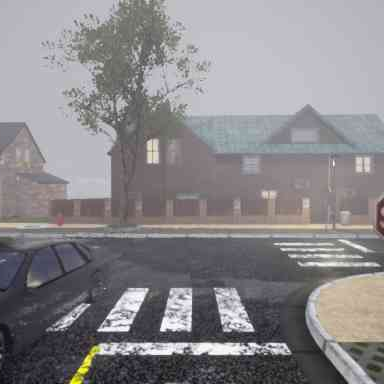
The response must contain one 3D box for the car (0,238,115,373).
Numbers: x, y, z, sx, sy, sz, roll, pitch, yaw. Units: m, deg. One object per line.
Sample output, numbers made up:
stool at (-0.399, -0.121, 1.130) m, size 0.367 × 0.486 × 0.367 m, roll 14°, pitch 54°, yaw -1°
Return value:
car at (-2.970, 1.552, 5.566) m, size 2.033 × 1.411 × 5.357 m, roll 0°, pitch 0°, yaw 7°
